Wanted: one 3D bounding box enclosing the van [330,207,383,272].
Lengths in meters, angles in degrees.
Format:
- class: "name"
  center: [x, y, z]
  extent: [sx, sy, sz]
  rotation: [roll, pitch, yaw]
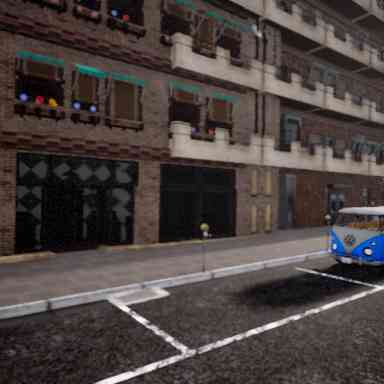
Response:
- class: "van"
  center: [5.952, 1.354, 10.326]
  extent: [3.998, 1.788, 1.690]
  rotation: [0, 1, -35]
